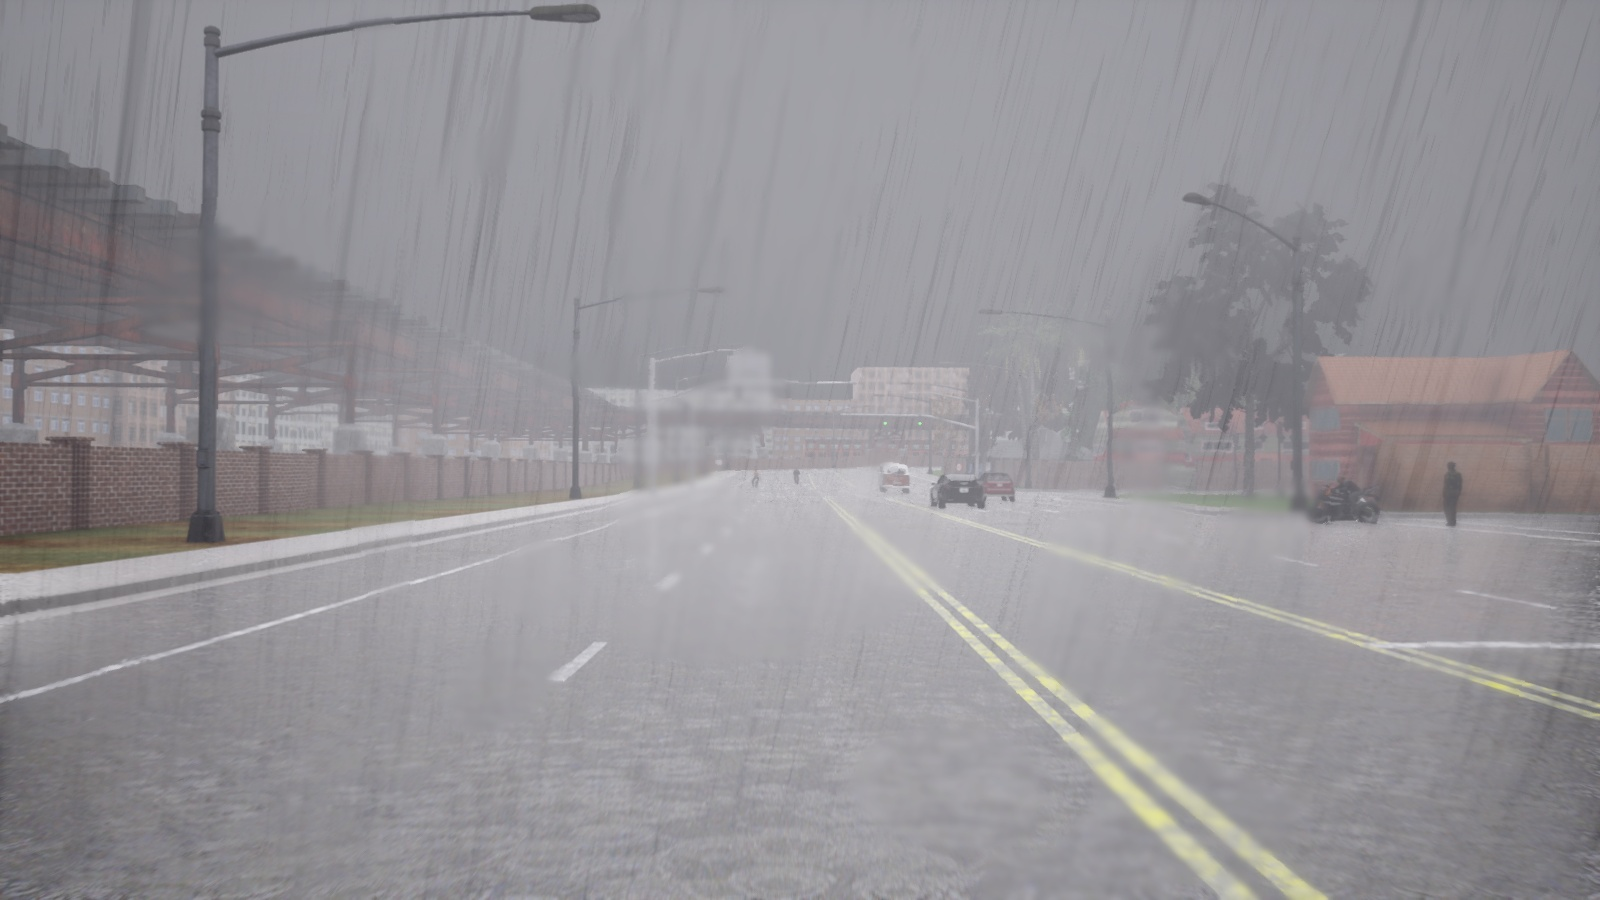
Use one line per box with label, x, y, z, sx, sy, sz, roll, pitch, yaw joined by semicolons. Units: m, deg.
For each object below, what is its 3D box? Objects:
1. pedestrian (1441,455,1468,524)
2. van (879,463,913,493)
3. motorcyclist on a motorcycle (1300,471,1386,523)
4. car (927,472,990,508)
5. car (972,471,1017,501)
pedestrian;18.310;1.097;35.156;0.395;1.930;0.692;0;-1;3
van;6.770;1.993;89.299;2.069;2.038;4.480;0;-1;0
motorcyclist on a motorcycle;16.382;1.419;37.908;2.191;1.530;0.866;0;-1;0
car;6.857;1.705;54.859;2.163;1.488;4.792;0;-1;0
car;10.329;1.871;66.844;1.789;1.549;3.705;0;-1;0
